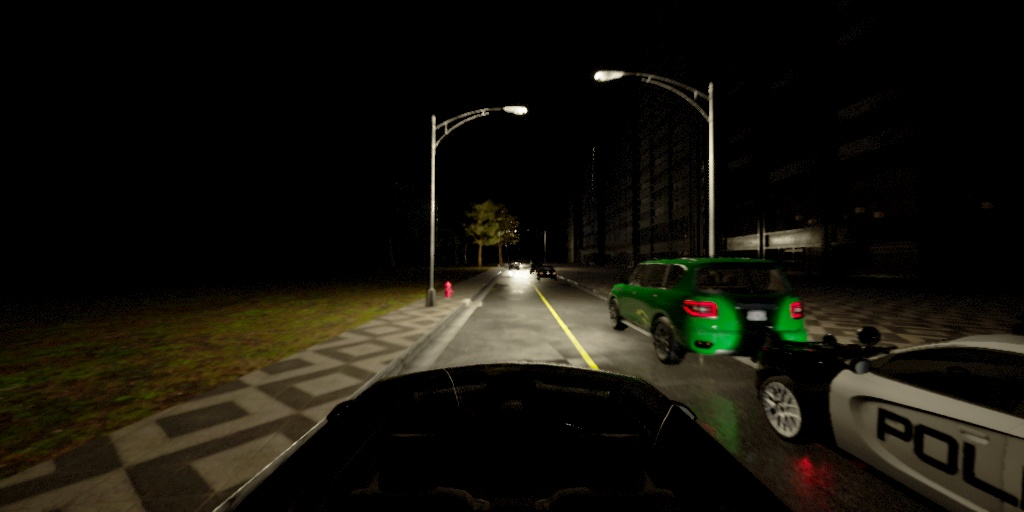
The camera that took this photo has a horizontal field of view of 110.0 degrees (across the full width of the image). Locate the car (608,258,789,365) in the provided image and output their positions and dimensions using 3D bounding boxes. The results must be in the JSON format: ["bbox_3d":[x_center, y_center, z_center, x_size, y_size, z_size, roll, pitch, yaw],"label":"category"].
[{"bbox_3d":[3.925,1.066,8.401,2.150,2.045,5.566,0,-1,0],"label":"car"}]

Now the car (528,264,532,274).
[{"bbox_3d":[3.280,1.680,48.156,1.837,1.490,4.892,0,0,1],"label":"car"}]

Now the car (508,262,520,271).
[{"bbox_3d":[0.345,1.724,59.113,2.128,1.511,4.902,0,0,0],"label":"car"}]

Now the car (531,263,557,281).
[{"bbox_3d":[3.254,1.613,34.720,2.033,1.411,5.357,0,0,1],"label":"car"}]

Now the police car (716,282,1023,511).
[{"bbox_3d":[3.888,1.211,2.479,1.930,1.638,5.238,0,-1,0],"label":"police car"}]
